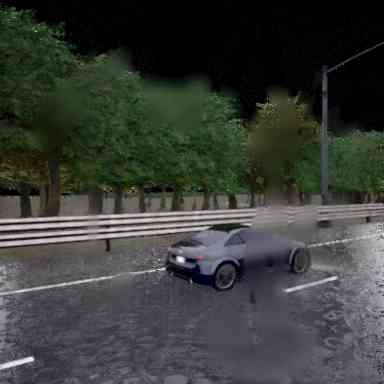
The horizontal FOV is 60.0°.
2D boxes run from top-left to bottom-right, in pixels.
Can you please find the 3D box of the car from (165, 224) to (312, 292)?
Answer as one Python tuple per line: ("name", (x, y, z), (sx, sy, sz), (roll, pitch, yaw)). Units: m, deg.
("car", (1.356, 1.571, 9.038), (4.181, 1.385, 1.994), (0, 0, -36))
